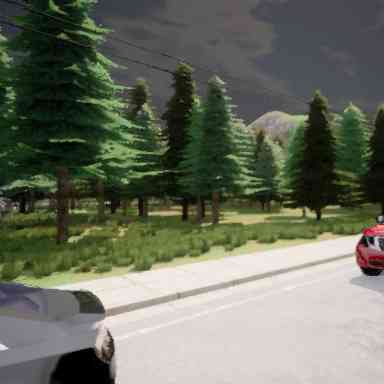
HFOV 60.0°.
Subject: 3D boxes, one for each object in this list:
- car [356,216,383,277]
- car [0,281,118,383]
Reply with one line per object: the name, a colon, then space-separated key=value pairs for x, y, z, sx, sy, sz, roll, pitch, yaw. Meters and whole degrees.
car: x=6.873 y=1.260 z=9.499 sx=5.566 sy=2.045 sz=2.150 roll=0 pitch=-1 yaw=-39
car: x=-3.044 y=1.536 z=2.475 sx=4.902 sy=1.511 sz=2.128 roll=0 pitch=0 yaw=-29
